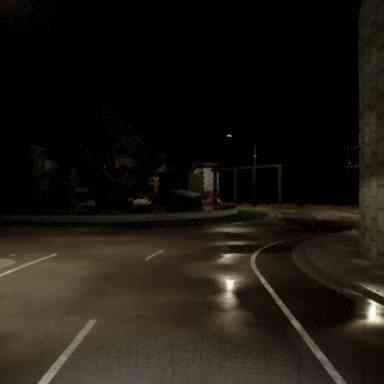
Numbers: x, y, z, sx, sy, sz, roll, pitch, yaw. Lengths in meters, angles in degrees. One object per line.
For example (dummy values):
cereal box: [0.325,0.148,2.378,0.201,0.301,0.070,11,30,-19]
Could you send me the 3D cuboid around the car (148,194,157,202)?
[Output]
car: [-10.030,1.717,83.723,2.128,1.511,4.902,0,0,-1]
